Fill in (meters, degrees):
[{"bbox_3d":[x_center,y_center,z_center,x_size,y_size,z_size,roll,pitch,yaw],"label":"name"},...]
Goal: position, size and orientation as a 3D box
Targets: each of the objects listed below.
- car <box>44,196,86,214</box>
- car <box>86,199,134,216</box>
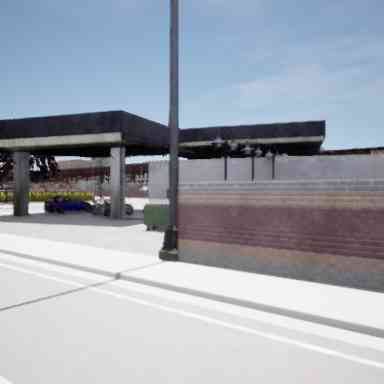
[{"bbox_3d":[-12.316,1.241,33.268,2.242,1.667,4.611,0,0,37],"label":"car"},{"bbox_3d":[-7.242,1.413,30.468,1.970,1.475,3.806,0,0,37],"label":"car"}]
